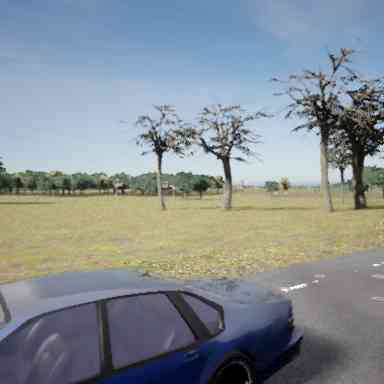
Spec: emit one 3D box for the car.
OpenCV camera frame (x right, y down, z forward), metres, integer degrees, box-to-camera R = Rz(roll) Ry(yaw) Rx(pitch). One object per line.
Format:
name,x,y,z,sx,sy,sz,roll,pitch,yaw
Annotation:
car,-1.216,1.548,3.137,5.357,1.411,2.033,0,0,-36
